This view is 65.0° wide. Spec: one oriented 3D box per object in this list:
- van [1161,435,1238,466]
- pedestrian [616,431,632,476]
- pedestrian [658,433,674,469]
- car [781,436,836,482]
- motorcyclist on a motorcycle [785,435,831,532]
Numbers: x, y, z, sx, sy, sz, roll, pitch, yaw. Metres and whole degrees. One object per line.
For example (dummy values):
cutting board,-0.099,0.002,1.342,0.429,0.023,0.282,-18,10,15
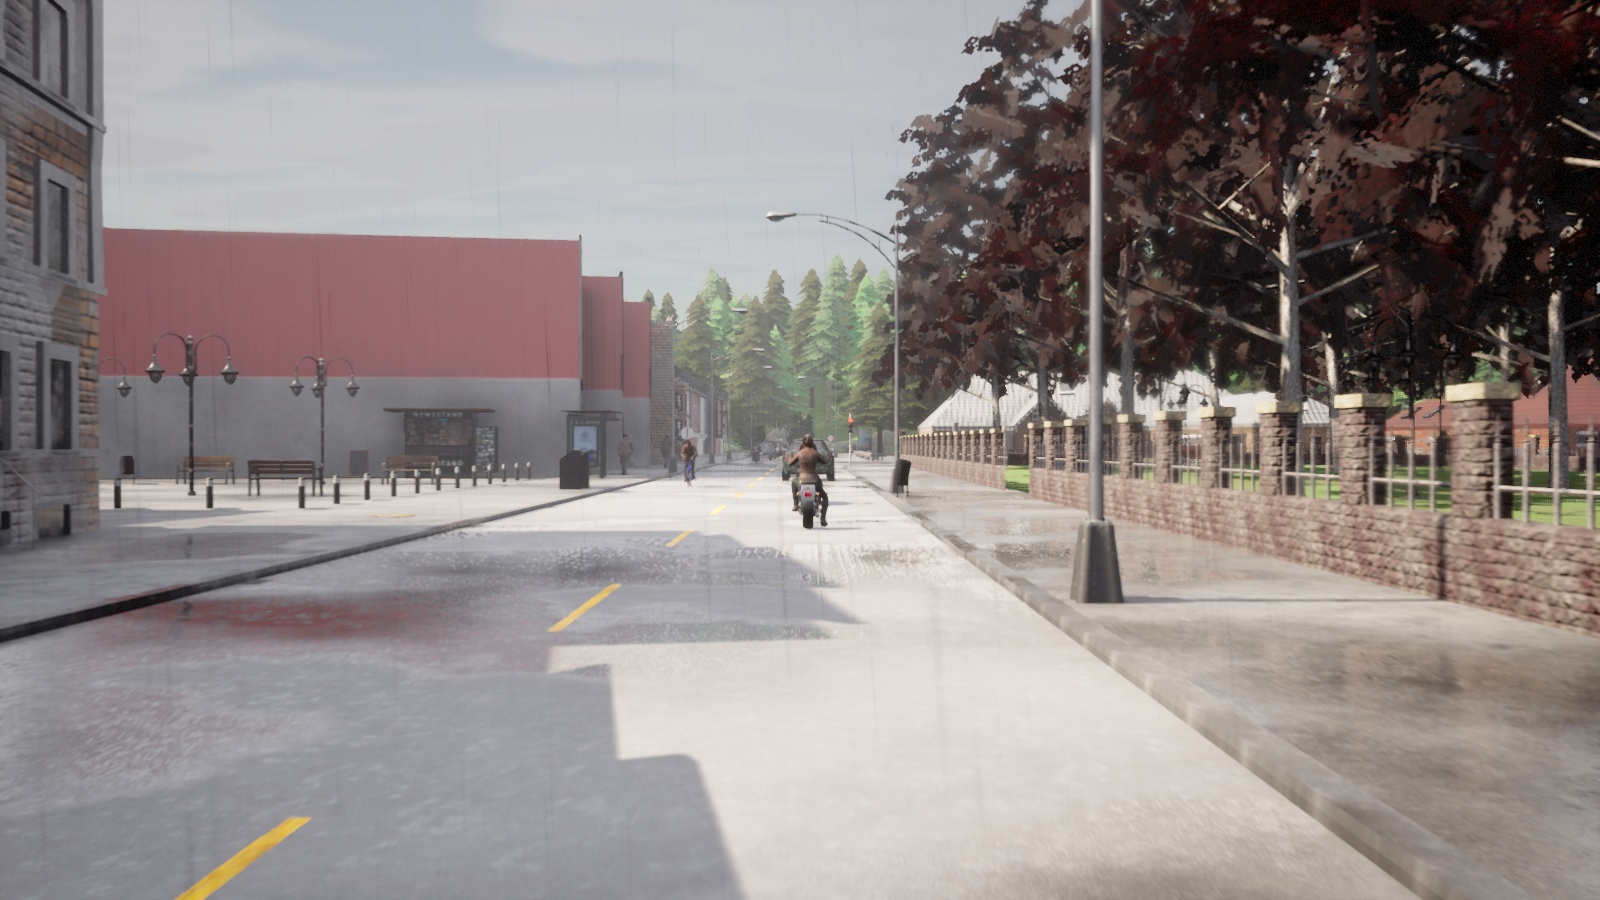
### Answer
van,26.468,0.022,83.306,4.480,2.038,2.069,0,0,-1
pedestrian,-7.653,0.142,54.643,0.659,1.952,0.873,0,0,-6
pedestrian,-7.482,0.050,70.189,0.659,1.952,0.873,0,0,10
car,0.337,0.320,50.601,2.097,1.767,4.553,0,0,0
motorcyclist on a motorcycle,0.143,0.570,22.492,0.766,1.649,2.350,0,0,0
